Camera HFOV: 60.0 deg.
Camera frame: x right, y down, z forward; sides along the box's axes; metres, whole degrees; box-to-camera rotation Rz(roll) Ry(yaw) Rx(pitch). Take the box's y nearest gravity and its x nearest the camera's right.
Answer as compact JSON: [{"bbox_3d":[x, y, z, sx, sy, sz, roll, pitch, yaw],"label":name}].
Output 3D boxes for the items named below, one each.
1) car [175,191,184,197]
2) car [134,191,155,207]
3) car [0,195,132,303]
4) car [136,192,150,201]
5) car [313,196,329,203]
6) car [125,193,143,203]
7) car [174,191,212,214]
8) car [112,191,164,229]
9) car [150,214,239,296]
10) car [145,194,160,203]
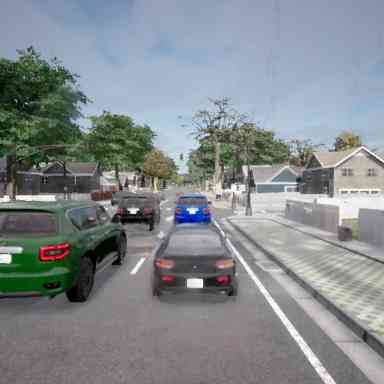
[{"bbox_3d":[-3.229,0.444,86.410,1.994,1.385,4.181,0,1,0],"label":"car"},{"bbox_3d":[-6.586,0.895,46.813,2.150,2.045,5.566,0,1,0],"label":"car"},{"bbox_3d":[-3.184,1.211,8.325,2.150,2.045,5.566,0,0,1],"label":"car"},{"bbox_3d":[-9.751,0.863,66.519,2.128,1.511,4.902,0,1,1],"label":"car"},{"bbox_3d":[13.286,1.202,34.371,4.902,1.511,2.128,0,1,-2],"label":"car"},{"bbox_3d":[-9.821,1.051,56.545,2.128,1.511,4.902,0,1,0],"label":"car"},{"bbox_3d":[0.053,1.147,20.674,2.150,2.045,5.566,0,1,1],"label":"car"},{"bbox_3d":[-3.227,1.147,20.767,2.150,2.045,5.566,0,1,-1],"label":"car"},{"bbox_3d":[0.069,1.513,8.471,1.812,1.442,4.674,0,0,0],"label":"car"},{"bbox_3d":[-6.568,1.128,56.221,1.994,1.385,4.181,0,1,1],"label":"car"}]
